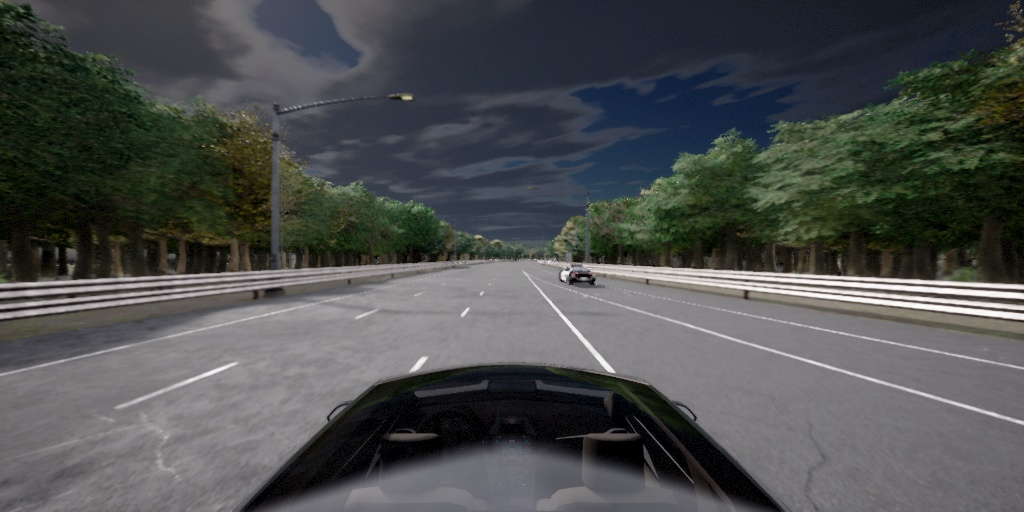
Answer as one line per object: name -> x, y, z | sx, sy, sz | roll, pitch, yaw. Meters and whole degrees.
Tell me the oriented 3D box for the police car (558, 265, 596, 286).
police car -> 4.977, 1.472, 28.286 | 2.038, 1.542, 4.974 | 0, 0, -5
